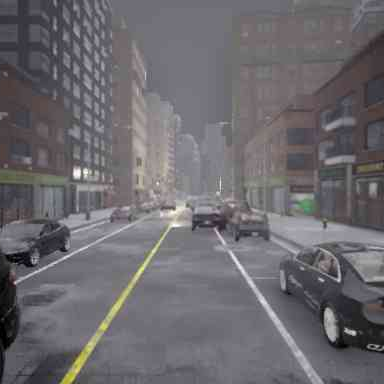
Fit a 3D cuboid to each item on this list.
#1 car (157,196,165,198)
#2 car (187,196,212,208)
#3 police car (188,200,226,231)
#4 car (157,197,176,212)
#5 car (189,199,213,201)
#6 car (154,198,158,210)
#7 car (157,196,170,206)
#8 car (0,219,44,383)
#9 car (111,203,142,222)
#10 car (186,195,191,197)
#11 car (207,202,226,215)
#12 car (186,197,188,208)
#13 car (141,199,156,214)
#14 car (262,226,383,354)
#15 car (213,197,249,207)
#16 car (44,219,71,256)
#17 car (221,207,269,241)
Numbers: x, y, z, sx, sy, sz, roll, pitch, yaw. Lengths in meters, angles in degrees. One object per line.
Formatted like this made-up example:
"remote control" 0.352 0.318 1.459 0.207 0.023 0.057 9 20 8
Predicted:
"car" -5.701 1.800 50.217 1.967 1.590 4.097 -1 0 0
"car" 0.821 1.627 37.843 2.097 1.767 4.553 0 0 0
"police car" 0.889 1.587 21.983 1.930 1.638 5.238 0 0 0
"car" -3.112 1.797 44.320 1.882 1.535 5.008 0 -1 0
"car" 0.884 1.711 31.873 1.882 1.535 5.008 0 0 0
"car" -5.697 1.905 44.708 1.802 1.307 4.206 -1 0 0
"car" -5.711 1.782 66.741 2.192 1.841 5.009 -1 0 0
"car" -3.103 1.235 1.696 2.150 2.045 5.566 0 0 0
"car" -5.689 1.789 28.186 1.802 1.307 4.206 -1 0 0
"car" -0.034 1.897 69.944 1.895 1.301 4.718 0 0 0
"car" 2.831 1.851 39.218 1.947 1.339 4.313 -1 0 0
"car" -0.028 1.960 55.758 1.994 1.385 4.181 0 0 0
"car" -5.694 1.867 39.201 1.802 1.307 4.206 -1 0 0
"car" 2.848 1.597 6.182 2.008 1.369 4.403 -1 0 0
"car" 2.837 1.482 22.702 2.192 1.841 5.009 -1 0 0
"car" -5.680 1.652 11.663 1.947 1.339 4.313 -1 0 0
"car" 2.842 1.677 17.194 2.008 1.369 4.403 -1 0 0
